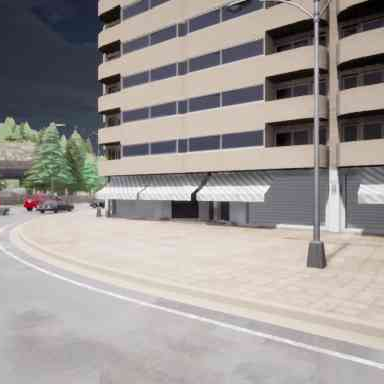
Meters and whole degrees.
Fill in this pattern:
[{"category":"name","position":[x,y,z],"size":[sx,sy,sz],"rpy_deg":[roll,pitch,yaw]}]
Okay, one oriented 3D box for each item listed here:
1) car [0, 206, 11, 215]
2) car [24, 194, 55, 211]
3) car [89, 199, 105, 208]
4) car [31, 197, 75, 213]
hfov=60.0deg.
[{"category":"car","position":[-18.673,1.601,30.599],"size":[1.895,1.301,4.718],"rpy_deg":[0,0,-3]},{"category":"car","position":[-17.870,1.221,40.487],"size":[2.150,2.045,5.566],"rpy_deg":[0,0,14]},{"category":"car","position":[-12.064,1.601,46.621],"size":[1.895,1.301,4.718],"rpy_deg":[0,0,27]},{"category":"car","position":[-14.945,1.547,36.582],"size":[2.033,1.411,5.357],"rpy_deg":[0,0,7]}]
